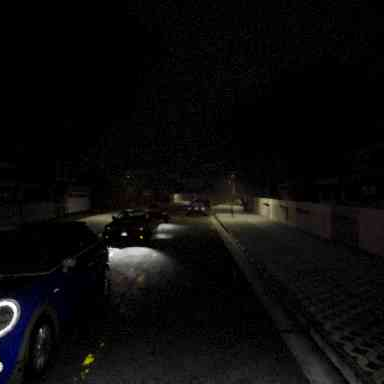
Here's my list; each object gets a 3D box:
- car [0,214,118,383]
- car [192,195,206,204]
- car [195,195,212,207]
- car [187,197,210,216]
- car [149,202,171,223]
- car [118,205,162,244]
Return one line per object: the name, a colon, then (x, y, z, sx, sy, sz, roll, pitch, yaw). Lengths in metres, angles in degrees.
car: (-2.827, 1.344, 5.439, 2.097, 1.767, 4.553, 0, 0, 0)
car: (1.389, 1.394, 63.841, 1.882, 1.535, 5.008, 0, 0, 11)
car: (1.683, 1.421, 46.851, 1.882, 1.535, 5.008, 0, 0, 6)
car: (0.485, 1.516, 32.032, 2.033, 1.411, 5.357, 0, 0, 2)
car: (-2.643, 1.499, 25.704, 1.812, 1.442, 4.674, 0, 0, 1)
car: (-2.757, 1.549, 15.698, 1.994, 1.385, 4.181, 0, 0, 1)
